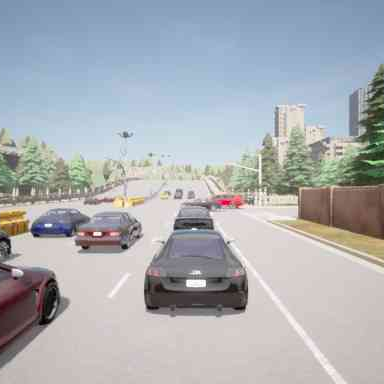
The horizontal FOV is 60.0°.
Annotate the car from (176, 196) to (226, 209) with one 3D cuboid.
[{"bbox_3d":[0.946,1.491,37.970,4.902,1.511,2.128,0,0,-12],"label":"car"}]

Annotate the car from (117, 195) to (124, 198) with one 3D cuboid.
[{"bbox_3d":[-17.614,1.477,78.992,1.895,1.301,4.718,0,1,0],"label":"car"}]

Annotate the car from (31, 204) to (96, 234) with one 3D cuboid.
[{"bbox_3d":[-6.912,1.564,18.007,1.994,1.385,4.181,0,0,0],"label":"car"}]

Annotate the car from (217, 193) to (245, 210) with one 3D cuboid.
[{"bbox_3d":[4.141,1.223,44.011,5.566,2.045,2.150,0,1,20],"label":"car"}]

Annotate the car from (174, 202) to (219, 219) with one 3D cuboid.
[{"bbox_3d":[0.090,1.478,16.803,1.882,1.535,5.008,0,0,0],"label":"car"}]

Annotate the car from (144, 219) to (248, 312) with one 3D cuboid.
[{"bbox_3d":[0.091,1.564,7.813,1.994,1.385,4.181,0,0,1],"label":"car"}]

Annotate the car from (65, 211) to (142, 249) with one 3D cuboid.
[{"bbox_3d":[-3.403,1.547,14.446,2.033,1.411,5.357,0,0,0],"label":"car"}]

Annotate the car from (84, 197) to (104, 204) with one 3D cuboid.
[{"bbox_3d":[-17.598,1.564,58.680,1.994,1.385,4.181,0,0,0],"label":"car"}]

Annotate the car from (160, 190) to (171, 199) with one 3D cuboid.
[{"bbox_3d":[-7.164,1.024,86.978,1.882,1.535,5.008,0,3,0],"label":"car"}]

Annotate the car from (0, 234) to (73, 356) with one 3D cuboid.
[{"bbox_3d":[-3.404,1.564,4.469,1.994,1.385,4.181,0,0,0],"label":"car"}]

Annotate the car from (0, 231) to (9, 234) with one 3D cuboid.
[{"bbox_3d":[-6.904,1.491,9.117,2.128,1.511,4.902,0,0,0],"label":"car"}]

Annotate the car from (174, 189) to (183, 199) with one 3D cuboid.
[{"bbox_3d":[-3.663,0.903,86.963,2.097,1.767,4.553,0,3,0],"label":"car"}]

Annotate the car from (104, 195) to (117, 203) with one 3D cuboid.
[{"bbox_3d":[-17.554,1.594,68.750,1.895,1.301,4.718,0,0,0],"label":"car"}]

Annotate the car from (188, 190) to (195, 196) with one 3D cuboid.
[{"bbox_3d":[-0.166,1.071,87.428,1.994,1.385,4.181,0,4,0],"label":"car"}]
